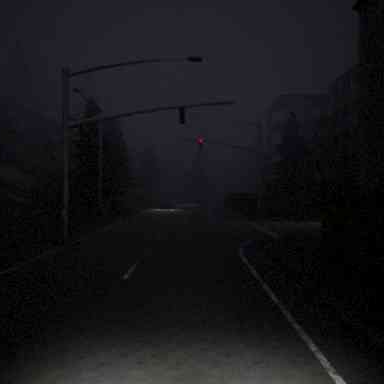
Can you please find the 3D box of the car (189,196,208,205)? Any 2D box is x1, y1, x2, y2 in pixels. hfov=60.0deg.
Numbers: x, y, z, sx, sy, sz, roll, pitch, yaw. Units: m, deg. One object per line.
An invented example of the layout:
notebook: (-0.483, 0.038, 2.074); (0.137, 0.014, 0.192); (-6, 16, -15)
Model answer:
car: (1.260, 1.507, 60.625); (1.812, 1.442, 4.674); (0, 0, 31)

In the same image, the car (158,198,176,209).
car: (-3.305, 1.512, 44.496); (1.812, 1.442, 4.674); (0, 0, 4)
